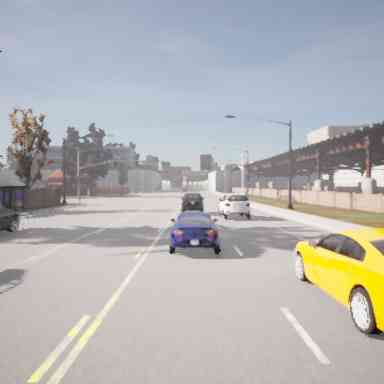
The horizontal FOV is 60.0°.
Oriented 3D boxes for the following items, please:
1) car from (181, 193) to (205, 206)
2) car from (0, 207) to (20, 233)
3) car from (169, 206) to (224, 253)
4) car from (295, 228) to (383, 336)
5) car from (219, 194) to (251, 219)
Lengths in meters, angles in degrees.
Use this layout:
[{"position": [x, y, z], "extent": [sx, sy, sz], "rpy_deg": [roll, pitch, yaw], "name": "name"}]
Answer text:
[{"position": [0.079, 1.113, 33.454], "extent": [2.150, 2.045, 5.566], "rpy_deg": [0, 0, 0], "name": "car"}, {"position": [-10.609, 1.461, 16.670], "extent": [1.882, 1.535, 5.008], "rpy_deg": [0, 0, 0], "name": "car"}, {"position": [0.092, 1.507, 13.441], "extent": [1.812, 1.442, 4.674], "rpy_deg": [0, 0, 0], "name": "car"}, {"position": [3.596, 1.466, 6.686], "extent": [1.882, 1.535, 5.008], "rpy_deg": [0, 0, 0], "name": "car"}, {"position": [3.581, 1.150, 28.293], "extent": [2.150, 2.045, 5.566], "rpy_deg": [0, 0, 0], "name": "car"}]
